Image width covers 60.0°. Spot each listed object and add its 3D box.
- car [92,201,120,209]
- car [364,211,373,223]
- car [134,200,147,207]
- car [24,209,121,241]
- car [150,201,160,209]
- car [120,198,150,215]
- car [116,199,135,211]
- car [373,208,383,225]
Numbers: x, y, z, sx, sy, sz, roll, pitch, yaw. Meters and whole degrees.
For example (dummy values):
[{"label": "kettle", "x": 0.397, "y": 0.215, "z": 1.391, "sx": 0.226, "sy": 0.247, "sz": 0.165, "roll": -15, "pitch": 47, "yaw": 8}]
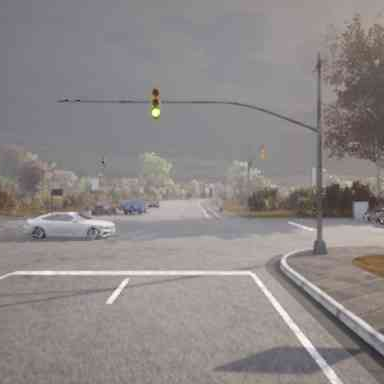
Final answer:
[{"label": "car", "x": -10.640, "y": 1.870, "z": 40.485, "sx": 2.097, "sy": 1.767, "sz": 4.553, "roll": 0, "pitch": -1, "yaw": 1}, {"label": "car", "x": 16.665, "y": 1.835, "z": 27.053, "sx": 4.902, "sy": 1.511, "sz": 2.128, "roll": 0, "pitch": -1, "yaw": 3}, {"label": "car", "x": -10.505, "y": 2.423, "z": 68.399, "sx": 1.994, "sy": 1.385, "sz": 4.181, "roll": 0, "pitch": -1, "yaw": 0}, {"label": "car", "x": -6.475, "y": 1.782, "z": 17.735, "sx": 4.674, "sy": 1.442, "sz": 1.812, "roll": 0, "pitch": -1, "yaw": 3}, {"label": "car", "x": -7.042, "y": 2.339, "z": 62.150, "sx": 2.033, "sy": 1.411, "sz": 5.357, "roll": 0, "pitch": -1, "yaw": 1}, {"label": "car", "x": -7.099, "y": 1.754, "z": 41.861, "sx": 2.150, "sy": 2.045, "sz": 5.566, "roll": 0, "pitch": -1, "yaw": 0}, {"label": "car", "x": -10.589, "y": 2.034, "z": 53.514, "sx": 2.097, "sy": 1.767, "sz": 4.553, "roll": 0, "pitch": -1, "yaw": 0}, {"label": "car", "x": 15.884, "y": 1.825, "z": 23.589, "sx": 4.674, "sy": 1.442, "sz": 1.812, "roll": 0, "pitch": -1, "yaw": 3}]
